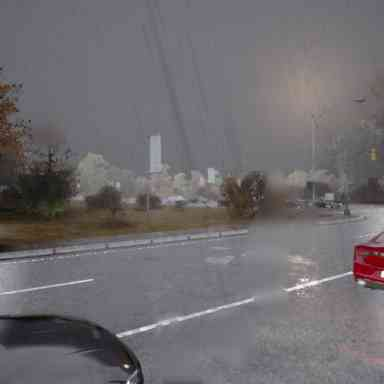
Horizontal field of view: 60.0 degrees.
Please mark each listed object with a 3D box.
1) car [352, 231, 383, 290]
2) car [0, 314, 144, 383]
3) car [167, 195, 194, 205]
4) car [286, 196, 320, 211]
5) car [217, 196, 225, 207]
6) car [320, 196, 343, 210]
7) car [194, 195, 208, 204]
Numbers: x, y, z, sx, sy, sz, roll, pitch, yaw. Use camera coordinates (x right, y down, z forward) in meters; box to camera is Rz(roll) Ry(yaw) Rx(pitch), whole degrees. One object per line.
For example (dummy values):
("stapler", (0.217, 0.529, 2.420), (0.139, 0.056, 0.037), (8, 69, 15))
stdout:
("car", (5.815, 1.445, 7.879), (5.008, 1.535, 1.882), (0, 0, -35))
("car", (-2.610, 1.492, 1.867), (4.902, 1.511, 2.128), (0, 0, -36))
("car", (-2.279, 1.322, 53.996), (1.812, 1.442, 4.674), (-1, 0, -38))
("car", (11.153, 1.277, 37.188), (2.128, 1.511, 4.902), (-1, 0, -39))
("car", (5.456, 1.143, 44.308), (2.097, 1.767, 4.553), (-1, 0, -39))
("car", (14.767, 1.247, 38.287), (2.128, 1.511, 4.902), (-1, 0, -39))
("car", (0.726, 1.258, 55.840), (2.128, 1.511, 4.902), (-1, 0, -39))
